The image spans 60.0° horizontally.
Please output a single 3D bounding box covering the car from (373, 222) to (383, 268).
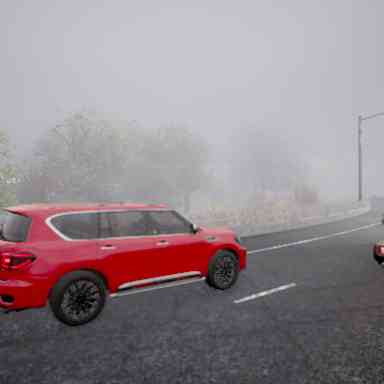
[{"bbox_3d":[7.157,1.576,9.781,4.718,1.301,1.895,0,0,-42],"label":"car"}]

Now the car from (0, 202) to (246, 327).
[{"bbox_3d":[-1.285,1.233,7.334,5.566,2.045,2.150,0,0,-37],"label":"car"}]

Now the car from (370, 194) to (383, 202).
[{"bbox_3d":[37.254,1.211,66.677,1.882,1.535,5.008,0,0,12],"label":"car"}]

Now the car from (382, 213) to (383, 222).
[{"bbox_3d":[13.699,1.501,21.385,2.033,1.411,5.357,0,0,41],"label":"car"}]
